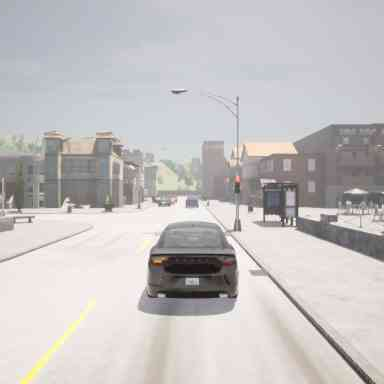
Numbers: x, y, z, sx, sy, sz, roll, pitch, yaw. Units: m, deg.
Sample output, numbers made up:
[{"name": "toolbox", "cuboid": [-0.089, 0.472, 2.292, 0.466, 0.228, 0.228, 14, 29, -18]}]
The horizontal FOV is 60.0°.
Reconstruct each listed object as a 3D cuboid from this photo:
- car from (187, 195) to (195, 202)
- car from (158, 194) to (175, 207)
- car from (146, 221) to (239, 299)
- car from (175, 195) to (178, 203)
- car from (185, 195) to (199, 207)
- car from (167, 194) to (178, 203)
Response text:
[{"name": "car", "cuboid": [-0.206, 1.500, 77.697, 1.837, 1.490, 4.892, 0, 0, 0]}, {"name": "car", "cuboid": [-4.232, 1.491, 51.979, 2.128, 1.511, 4.902, 0, 0, 0]}, {"name": "car", "cuboid": [0.028, 1.478, 8.534, 1.882, 1.535, 5.008, 0, 0, 0]}, {"name": "car", "cuboid": [-4.229, 1.352, 61.079, 2.097, 1.767, 4.553, 0, 0, 0]}, {"name": "car", "cuboid": [-0.015, 1.477, 50.516, 1.882, 1.535, 5.008, 0, 0, 0]}, {"name": "car", "cuboid": [-4.190, 1.355, 71.142, 2.097, 1.767, 4.553, 0, 0, 0]}]
